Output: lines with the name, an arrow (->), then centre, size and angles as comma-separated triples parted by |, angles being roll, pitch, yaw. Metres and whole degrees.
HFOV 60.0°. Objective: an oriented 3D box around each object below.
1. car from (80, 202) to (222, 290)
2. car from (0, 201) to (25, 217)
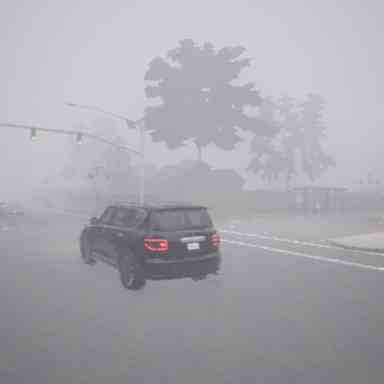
car -> -1.463, 1.286, 9.523 | 2.150, 2.045, 5.566 | 0, 0, -34
car -> -17.324, 1.553, 31.841 | 1.812, 1.442, 4.674 | 0, 0, -36
